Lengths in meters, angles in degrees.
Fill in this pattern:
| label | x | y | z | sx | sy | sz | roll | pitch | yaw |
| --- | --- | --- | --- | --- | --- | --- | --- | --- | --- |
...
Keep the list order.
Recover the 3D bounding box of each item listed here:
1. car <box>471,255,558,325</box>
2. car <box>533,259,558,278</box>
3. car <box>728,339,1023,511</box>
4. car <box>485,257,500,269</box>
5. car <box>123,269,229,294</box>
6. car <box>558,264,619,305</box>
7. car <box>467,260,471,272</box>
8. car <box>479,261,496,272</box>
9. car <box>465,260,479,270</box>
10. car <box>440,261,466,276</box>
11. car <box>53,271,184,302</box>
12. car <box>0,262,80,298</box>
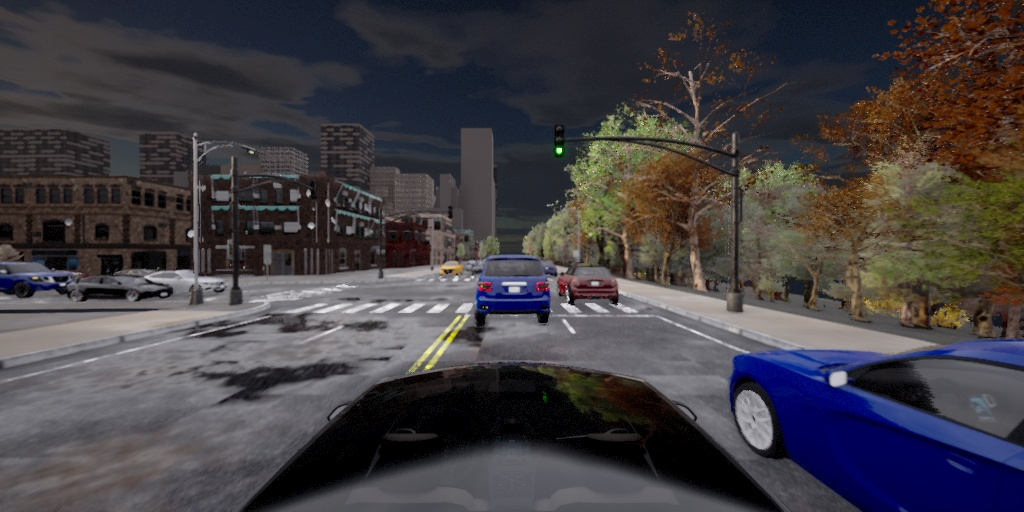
| label | x | y | z | sx | sy | sz | roll | pitch | yaw |
| --- | --- | --- | --- | --- | --- | --- | --- | --- | --- |
| car | -0.090 | 1.001 | 12.182 | 2.150 | 2.045 | 5.566 | 0 | 0 | -3 |
| car | 3.348 | 1.200 | 36.806 | 2.097 | 1.767 | 4.553 | 0 | 0 | 0 |
| car | 3.352 | 1.229 | 2.008 | 1.882 | 1.535 | 5.008 | 0 | 0 | 0 |
| car | -3.257 | 1.132 | 60.235 | 2.150 | 2.045 | 5.566 | 0 | 0 | 0 |
| car | -19.370 | 1.548 | 21.046 | 4.674 | 1.442 | 1.812 | -1 | 0 | -1 |
| car | 3.348 | 1.145 | 16.586 | 2.097 | 1.767 | 4.553 | 0 | 0 | 0 |
| car | -3.329 | 1.347 | 39.654 | 2.128 | 1.511 | 4.902 | 0 | 0 | 1 |
| car | -3.317 | 1.429 | 49.523 | 2.033 | 1.411 | 5.357 | 0 | 0 | 0 |
| car | -6.505 | 1.432 | 58.893 | 1.812 | 1.442 | 4.674 | 0 | 0 | 0 |
| car | -6.590 | 1.332 | 39.385 | 1.882 | 1.535 | 5.008 | 0 | 0 | 0 |
| car | -19.948 | 1.614 | 18.332 | 4.313 | 1.339 | 1.948 | 0 | 0 | 0 |
| car | -29.105 | 1.356 | 21.048 | 5.566 | 2.045 | 2.150 | -1 | 0 | 0 |
